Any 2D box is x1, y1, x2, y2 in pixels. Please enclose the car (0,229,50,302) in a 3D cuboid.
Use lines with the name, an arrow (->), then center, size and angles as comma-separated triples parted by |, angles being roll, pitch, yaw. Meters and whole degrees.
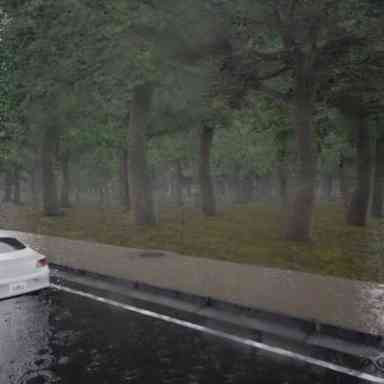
car -> -4.943, 1.497, 7.206 | 4.674, 1.442, 1.812 | 0, 0, 35
